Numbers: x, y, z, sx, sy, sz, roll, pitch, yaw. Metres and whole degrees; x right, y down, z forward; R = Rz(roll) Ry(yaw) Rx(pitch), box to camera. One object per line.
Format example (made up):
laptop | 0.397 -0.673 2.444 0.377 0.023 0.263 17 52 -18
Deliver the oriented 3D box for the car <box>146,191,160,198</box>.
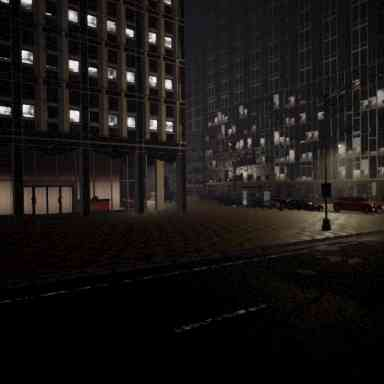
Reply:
car | -9.790 0.685 83.208 1.967 1.590 4.097 0 1 -34

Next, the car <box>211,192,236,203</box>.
car | 5.449 1.175 50.776 1.837 1.490 4.892 -1 1 -34

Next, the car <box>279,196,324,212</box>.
car | 12.138 1.423 36.220 1.947 1.339 4.313 0 1 -34

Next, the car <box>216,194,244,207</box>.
car | 5.768 1.319 45.637 1.947 1.339 4.313 0 1 -34

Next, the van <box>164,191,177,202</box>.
van | -3.835 0.937 59.722 1.690 1.788 3.998 0 1 -34

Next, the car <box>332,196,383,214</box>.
car | 16.897 1.206 34.073 2.097 1.767 4.553 -1 1 -35

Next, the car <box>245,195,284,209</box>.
car | 8.936 1.387 40.919 1.802 1.307 4.206 0 1 -34

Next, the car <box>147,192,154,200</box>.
car | -10.268 1.039 69.097 2.008 1.369 4.403 0 1 -34

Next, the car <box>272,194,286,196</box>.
car | 11.304 1.117 42.225 2.097 1.767 4.553 -1 1 -34

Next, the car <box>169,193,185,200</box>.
car | -3.357 0.935 73.838 1.802 1.307 4.206 0 1 -34

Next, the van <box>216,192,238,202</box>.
van | 6.290 0.855 59.776 1.690 1.788 3.998 0 1 -34

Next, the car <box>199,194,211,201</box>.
car | 3.075 1.043 64.465 1.802 1.307 4.206 0 1 -34
